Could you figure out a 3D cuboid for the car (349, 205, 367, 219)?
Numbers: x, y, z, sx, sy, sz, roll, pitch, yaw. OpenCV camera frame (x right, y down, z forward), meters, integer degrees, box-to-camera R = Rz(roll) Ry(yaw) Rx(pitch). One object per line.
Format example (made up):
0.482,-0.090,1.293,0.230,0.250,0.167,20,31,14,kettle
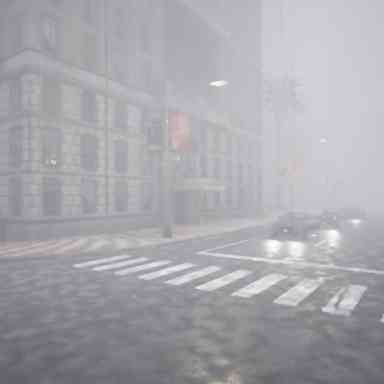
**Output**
16.834,2.077,34.546,1.994,1.385,4.181,-1,-1,36,car

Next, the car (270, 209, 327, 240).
6.067,1.880,19.216,1.994,1.385,4.181,-1,-1,35,car

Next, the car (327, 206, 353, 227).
11.097,2.010,26.446,1.895,1.301,4.718,-1,-1,35,car
